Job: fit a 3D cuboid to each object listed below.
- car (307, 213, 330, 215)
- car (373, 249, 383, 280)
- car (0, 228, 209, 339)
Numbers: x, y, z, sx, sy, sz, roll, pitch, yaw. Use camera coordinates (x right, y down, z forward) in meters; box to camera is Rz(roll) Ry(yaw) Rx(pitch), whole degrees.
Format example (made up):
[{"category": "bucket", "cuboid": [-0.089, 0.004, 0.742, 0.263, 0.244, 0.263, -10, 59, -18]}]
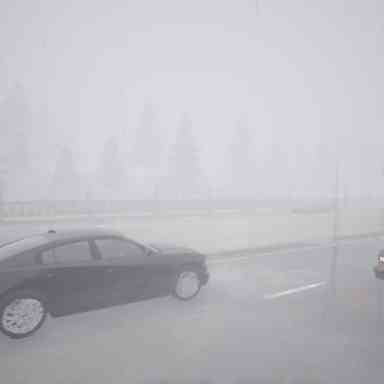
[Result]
[{"category": "car", "cuboid": [12.315, 1.632, 33.563, 5.357, 1.411, 2.033, 0, 0, -34]}, {"category": "car", "cuboid": [6.727, 1.584, 8.391, 5.357, 1.411, 2.033, 0, 0, -34]}, {"category": "car", "cuboid": [-1.925, 1.474, 6.647, 5.008, 1.535, 1.882, 0, 0, -35]}]
